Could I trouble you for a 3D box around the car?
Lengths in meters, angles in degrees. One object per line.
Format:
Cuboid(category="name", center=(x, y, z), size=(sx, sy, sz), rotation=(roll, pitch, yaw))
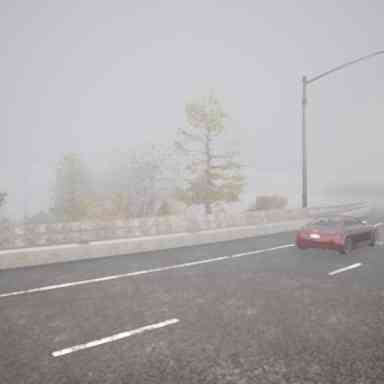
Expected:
Cuboid(category="car", center=(5.988, 1.591, 13.570), size=(4.181, 1.385, 1.994), rotation=(0, 0, -43))
